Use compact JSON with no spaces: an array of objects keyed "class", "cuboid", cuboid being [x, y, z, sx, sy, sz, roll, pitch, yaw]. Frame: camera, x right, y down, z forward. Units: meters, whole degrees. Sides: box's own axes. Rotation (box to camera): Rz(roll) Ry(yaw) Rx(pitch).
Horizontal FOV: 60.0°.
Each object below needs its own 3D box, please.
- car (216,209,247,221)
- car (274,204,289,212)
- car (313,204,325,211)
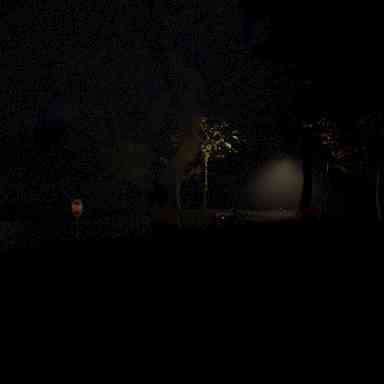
[{"class":"car","cuboid":[4.793,2.718,39.382,1.895,1.301,4.718,2,-1,36]},{"class":"car","cuboid":[19.403,3.430,71.838,1.837,1.490,4.892,2,-1,36]},{"class":"car","cuboid":[31.553,3.777,82.636,2.097,1.767,4.553,2,0,33]}]
